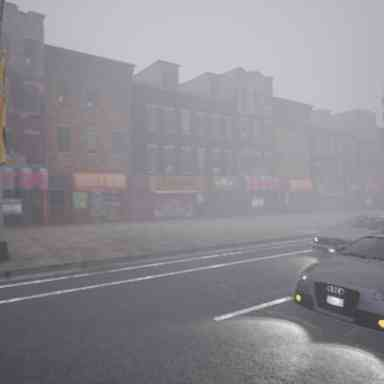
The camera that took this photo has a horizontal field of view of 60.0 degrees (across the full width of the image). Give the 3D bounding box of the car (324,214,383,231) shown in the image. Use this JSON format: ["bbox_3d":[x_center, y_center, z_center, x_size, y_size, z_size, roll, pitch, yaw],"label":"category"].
[{"bbox_3d":[6.799,1.562,12.521,5.357,1.411,2.033,0,0,-35],"label":"car"}]

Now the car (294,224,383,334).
[{"bbox_3d":[3.910,1.563,6.471,4.181,1.385,1.994,0,0,-35],"label":"car"}]
